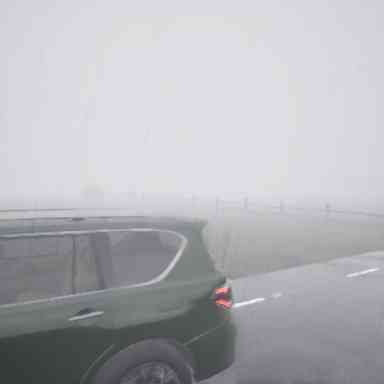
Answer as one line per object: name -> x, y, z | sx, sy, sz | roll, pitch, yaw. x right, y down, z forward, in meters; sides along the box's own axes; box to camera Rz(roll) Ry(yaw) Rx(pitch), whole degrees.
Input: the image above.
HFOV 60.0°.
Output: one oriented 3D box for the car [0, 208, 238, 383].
car -> -2.218, 1.222, 3.149 | 5.566, 2.045, 2.150 | 0, 0, -26
